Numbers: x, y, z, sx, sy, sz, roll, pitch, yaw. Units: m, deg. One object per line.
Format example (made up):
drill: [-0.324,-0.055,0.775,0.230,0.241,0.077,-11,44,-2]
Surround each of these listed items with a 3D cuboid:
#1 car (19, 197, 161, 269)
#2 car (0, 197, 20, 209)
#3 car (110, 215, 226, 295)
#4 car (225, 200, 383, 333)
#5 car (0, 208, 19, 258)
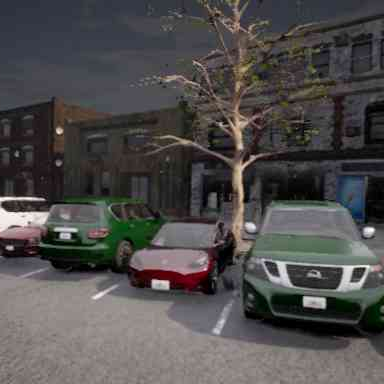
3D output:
car: [-2.437,1.224,10.862,2.435,2.045,5.566,0,-1,15]
car: [-7.330,1.219,14.349,2.435,2.045,5.566,0,-1,15]
car: [0.001,1.506,9.057,2.163,1.488,4.792,1,-1,15]
car: [2.454,1.228,7.316,2.435,2.045,5.566,1,-1,16]
car: [-4.885,1.472,12.577,2.097,1.535,5.008,1,-1,15]
